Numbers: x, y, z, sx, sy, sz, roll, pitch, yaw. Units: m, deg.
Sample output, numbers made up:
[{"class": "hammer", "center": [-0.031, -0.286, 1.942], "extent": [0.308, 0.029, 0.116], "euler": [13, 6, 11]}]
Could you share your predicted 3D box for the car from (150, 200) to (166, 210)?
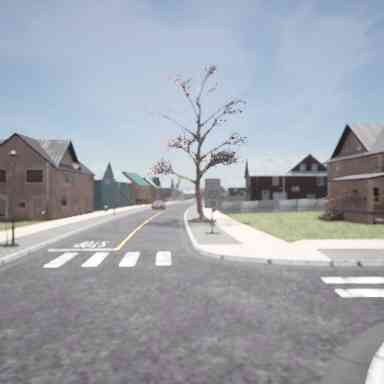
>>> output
[{"class": "car", "center": [-5.165, 2.012, 51.667], "extent": [1.812, 1.442, 4.674], "euler": [0, -1, 2]}]
